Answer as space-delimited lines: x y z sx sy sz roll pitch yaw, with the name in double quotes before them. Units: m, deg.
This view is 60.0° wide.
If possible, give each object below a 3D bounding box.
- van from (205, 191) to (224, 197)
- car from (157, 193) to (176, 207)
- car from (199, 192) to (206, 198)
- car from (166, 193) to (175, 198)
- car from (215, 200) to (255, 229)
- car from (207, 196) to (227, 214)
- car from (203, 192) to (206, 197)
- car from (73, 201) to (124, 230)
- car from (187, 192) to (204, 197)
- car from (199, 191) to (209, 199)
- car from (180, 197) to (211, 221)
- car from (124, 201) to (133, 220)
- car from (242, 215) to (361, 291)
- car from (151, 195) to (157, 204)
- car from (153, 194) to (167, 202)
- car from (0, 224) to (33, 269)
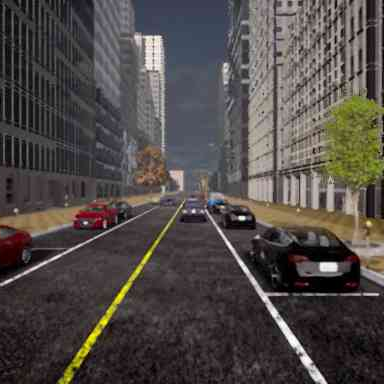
"van" 2.698 1.061 37.107 1.690 1.788 3.998 0 0 0
"car" -3.083 1.232 43.506 1.994 1.385 4.181 0 0 0
"car" 2.704 0.809 88.504 1.752 1.417 4.829 0 1 0
"car" -5.677 0.850 88.349 1.947 1.339 4.313 0 1 0
"car" 2.695 1.417 20.031 1.947 1.339 4.313 0 0 0
"car" 2.696 1.330 31.414 1.947 1.339 4.313 0 0 0
"car" 2.698 1.114 42.798 1.967 1.590 4.097 0 0 0
"car" -5.686 1.396 20.040 1.887 1.381 4.507 0 0 0
"car" 0.095 1.110 42.169 2.033 1.649 4.856 0 1 0
"car" 2.704 0.700 76.949 2.192 1.841 5.009 0 1 0
"car" 0.101 1.362 24.940 2.033 1.411 5.357 0 0 0
"car" -5.685 1.374 25.732 1.947 1.339 4.313 0 0 0
"car" 2.693 1.502 8.647 1.947 1.339 4.313 0 0 0
"car" -5.681 1.106 54.024 1.752 1.417 4.829 0 0 0
"car" -5.681 1.082 59.888 2.008 1.369 4.403 0 0 0
"car" -5.688 1.518 8.656 1.802 1.307 4.206 0 0 0
